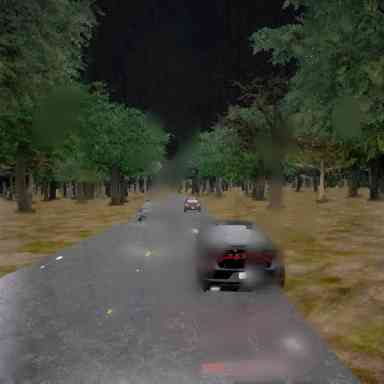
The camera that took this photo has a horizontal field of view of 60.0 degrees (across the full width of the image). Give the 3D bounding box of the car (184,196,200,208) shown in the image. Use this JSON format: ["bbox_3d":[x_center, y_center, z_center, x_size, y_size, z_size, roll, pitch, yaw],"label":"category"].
[{"bbox_3d":[-0.029,1.368,47.170,2.128,1.511,4.902,0,0,0],"label":"car"}]

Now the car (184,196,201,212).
[{"bbox_3d":[0.047,1.453,37.048,1.812,1.442,4.674,0,0,0],"label":"car"}]

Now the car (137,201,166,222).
[{"bbox_3d":[-3.042,1.474,25.862,1.837,1.490,4.892,0,0,0],"label":"car"}]

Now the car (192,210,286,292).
[{"bbox_3d":[1.036,1.477,8.956,1.882,1.535,5.008,0,0,0],"label":"car"}]
